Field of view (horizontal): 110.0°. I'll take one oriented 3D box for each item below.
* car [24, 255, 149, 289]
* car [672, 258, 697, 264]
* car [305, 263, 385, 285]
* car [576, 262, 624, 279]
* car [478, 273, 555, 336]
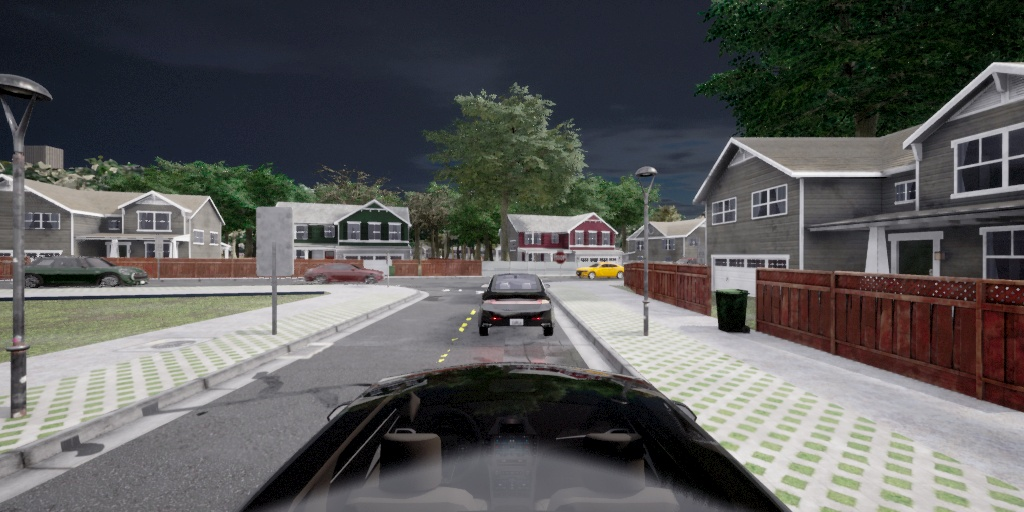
[{"bbox_3d":[-22.579,0.833,19.100,4.553,1.767,2.097,1,0,-20],"label":"car"},{"bbox_3d":[18.097,1.185,37.022,5.566,2.045,2.150,0,0,-20],"label":"car"},{"bbox_3d":[-10.658,1.157,23.047,4.674,1.442,1.812,0,0,-14],"label":"car"},{"bbox_3d":[8.347,1.337,33.466,5.008,1.535,1.882,1,0,-21],"label":"car"},{"bbox_3d":[0.104,1.240,10.314,2.128,1.511,4.902,0,0,0],"label":"car"}]
